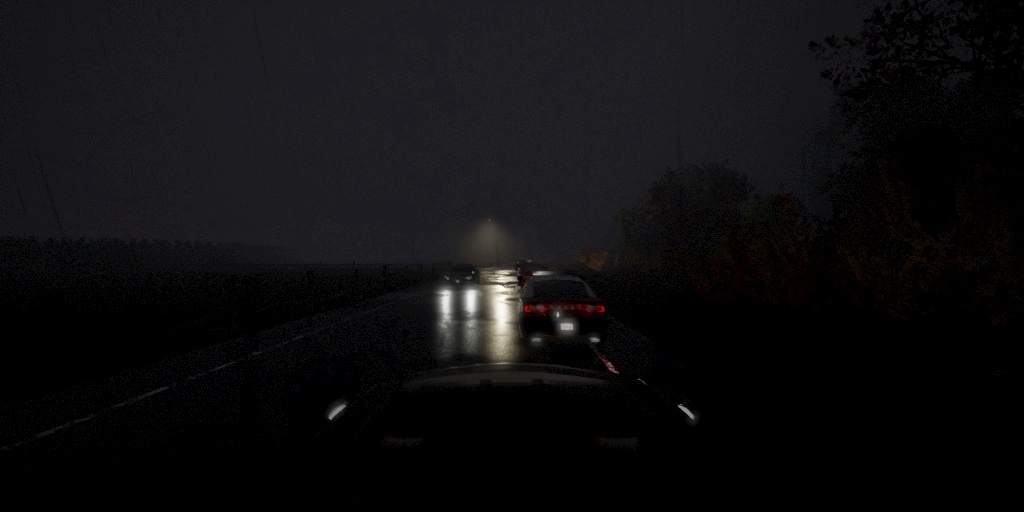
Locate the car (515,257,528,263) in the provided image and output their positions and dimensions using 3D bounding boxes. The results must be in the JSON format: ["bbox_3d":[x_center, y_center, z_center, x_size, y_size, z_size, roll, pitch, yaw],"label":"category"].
[{"bbox_3d":[1.444,1.228,49.164,1.837,1.490,4.892,0,0,4],"label":"car"}]

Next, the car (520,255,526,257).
[{"bbox_3d":[2.150,1.062,61.096,2.097,1.767,4.553,0,0,4],"label":"car"}]

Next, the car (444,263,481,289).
[{"bbox_3d":[-3.141,1.245,23.476,1.837,1.490,4.892,0,0,2],"label":"car"}]

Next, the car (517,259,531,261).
[{"bbox_3d":[1.421,1.219,25.410,1.882,1.535,5.008,0,0,2],"label":"car"}]

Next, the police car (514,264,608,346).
[{"bbox_3d":[1.098,1.173,9.576,1.930,1.638,5.238,0,0,1],"label":"police car"}]

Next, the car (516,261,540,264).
[{"bbox_3d":[1.265,1.222,19.432,1.882,1.535,5.008,0,0,1],"label":"car"}]
